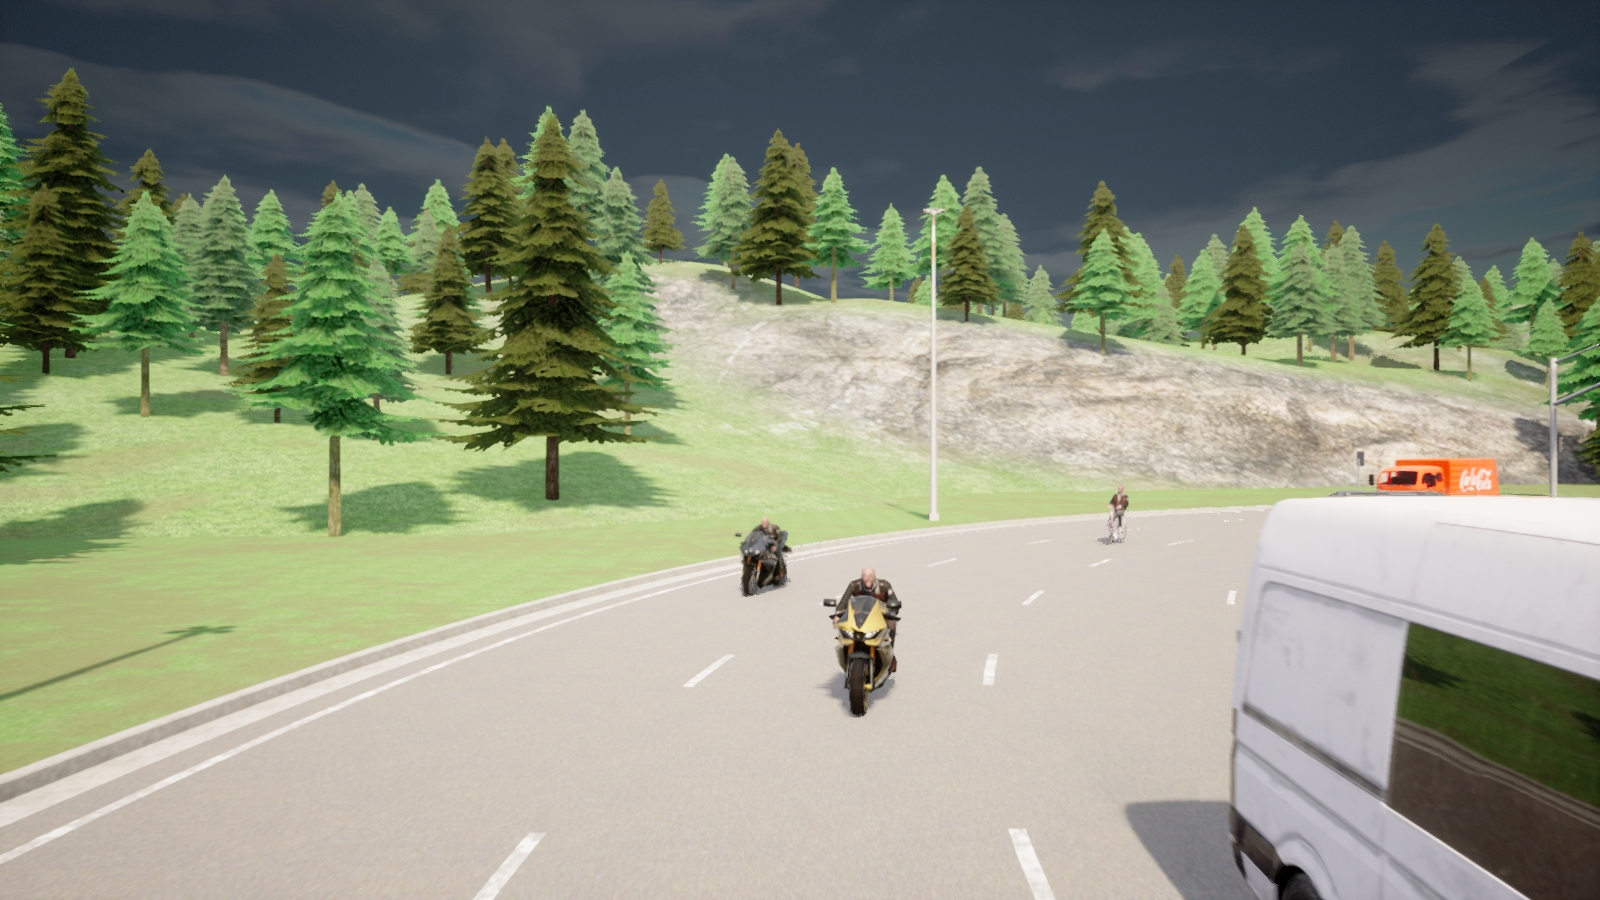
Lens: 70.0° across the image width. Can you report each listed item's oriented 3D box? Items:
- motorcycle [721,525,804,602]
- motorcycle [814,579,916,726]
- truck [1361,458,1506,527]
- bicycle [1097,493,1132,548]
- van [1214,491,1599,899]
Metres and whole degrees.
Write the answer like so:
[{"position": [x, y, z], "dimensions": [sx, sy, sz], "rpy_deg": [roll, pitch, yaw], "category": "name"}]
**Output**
[{"position": [-0.697, 2.193, 22.421], "dimensions": [0.867, 1.251, 2.209], "rpy_deg": [2, 1, 19], "category": "motorcycle"}, {"position": [0.771, 2.198, 12.816], "dimensions": [0.867, 1.251, 2.209], "rpy_deg": [0, 0, 11], "category": "motorcycle"}, {"position": [24.024, 1.545, 43.310], "dimensions": [5.204, 2.467, 2.627], "rpy_deg": [0, -1, -33], "category": "truck"}, {"position": [9.210, 2.043, 33.384], "dimensions": [0.329, 1.471, 1.835], "rpy_deg": [3, 2, 35], "category": "bicycle"}, {"position": [3.426, 1.531, 3.800], "dimensions": [1.988, 2.561, 5.915], "rpy_deg": [0, 0, 1], "category": "van"}]
